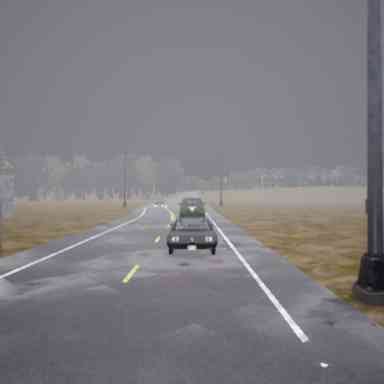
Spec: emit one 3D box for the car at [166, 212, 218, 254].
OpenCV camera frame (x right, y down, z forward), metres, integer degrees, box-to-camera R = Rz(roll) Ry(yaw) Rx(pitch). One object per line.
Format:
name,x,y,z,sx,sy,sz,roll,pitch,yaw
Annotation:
car,0.010,1.735,14.124,1.895,1.301,4.718,0,0,0

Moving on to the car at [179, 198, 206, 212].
car,0.016,1.490,29.022,2.150,2.045,5.566,0,0,0

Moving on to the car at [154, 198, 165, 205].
car,-6.962,2.047,71.656,1.837,1.490,4.892,0,0,0
